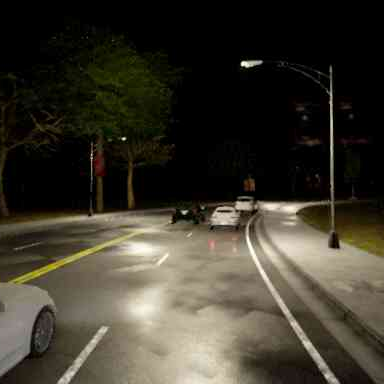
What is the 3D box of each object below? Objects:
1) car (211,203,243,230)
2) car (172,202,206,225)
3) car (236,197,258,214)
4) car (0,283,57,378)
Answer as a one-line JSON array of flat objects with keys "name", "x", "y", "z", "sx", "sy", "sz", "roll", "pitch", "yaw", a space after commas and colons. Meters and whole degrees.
[{"name": "car", "x": 2.361, "y": 1.750, "z": 22.875, "sx": 1.812, "sy": 1.442, "sz": 4.674, "roll": 0, "pitch": -1, "yaw": 10}, {"name": "car", "x": -0.152, "y": 1.619, "z": 26.921, "sx": 2.097, "sy": 1.767, "sz": 4.553, "roll": 0, "pitch": -1, "yaw": 12}, {"name": "car", "x": 6.632, "y": 1.577, "z": 40.067, "sx": 2.150, "sy": 2.045, "sz": 5.566, "roll": -1, "pitch": 0, "yaw": 18}, {"name": "car", "x": -2.993, "y": 1.554, "z": 3.115, "sx": 1.812, "sy": 1.442, "sz": 4.674, "roll": 0, "pitch": -1, "yaw": 2}]
